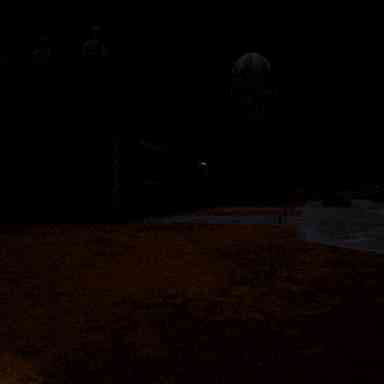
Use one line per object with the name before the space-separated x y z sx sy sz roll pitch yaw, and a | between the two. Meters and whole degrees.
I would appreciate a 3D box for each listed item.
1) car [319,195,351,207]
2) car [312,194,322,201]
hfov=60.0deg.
car | 23.012 1.615 53.048 4.181 1.381 1.994 0 0 18
car | 33.200 1.562 84.448 3.988 1.617 1.851 0 0 18
